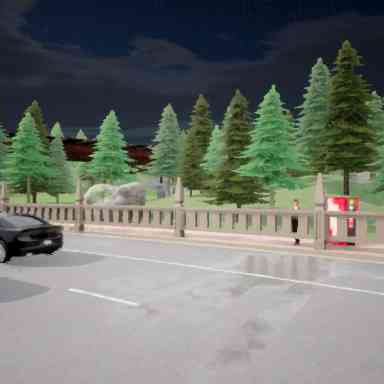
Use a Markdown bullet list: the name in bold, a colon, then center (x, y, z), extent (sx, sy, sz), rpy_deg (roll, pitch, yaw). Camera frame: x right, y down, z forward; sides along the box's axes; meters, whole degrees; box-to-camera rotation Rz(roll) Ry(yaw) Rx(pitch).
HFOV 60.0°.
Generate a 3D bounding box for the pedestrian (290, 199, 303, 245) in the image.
- **pedestrian**: center (4.082, 1.142, 12.996), extent (0.375, 1.860, 0.375), rpy_deg (0, 0, 33)

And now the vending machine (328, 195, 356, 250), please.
- **vending machine**: center (6.079, 1.195, 13.466), extent (0.880, 2.100, 1.100), rpy_deg (0, 0, 33)

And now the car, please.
- **car**: center (-6.816, 1.477, 11.893), extent (5.008, 1.535, 1.882), rpy_deg (0, 0, 29)
